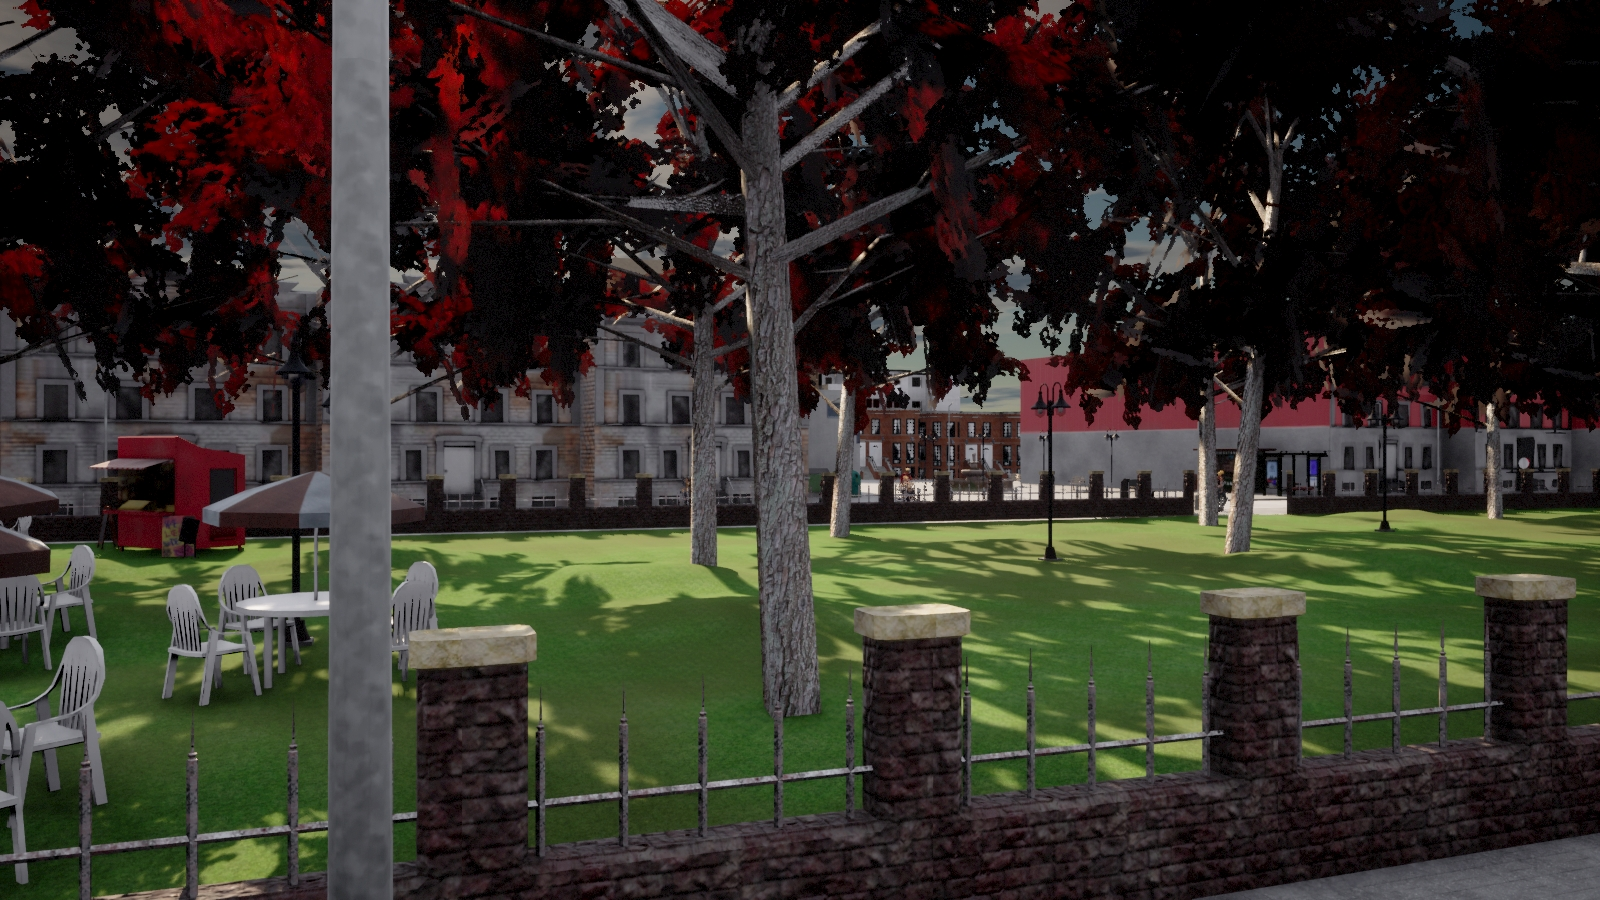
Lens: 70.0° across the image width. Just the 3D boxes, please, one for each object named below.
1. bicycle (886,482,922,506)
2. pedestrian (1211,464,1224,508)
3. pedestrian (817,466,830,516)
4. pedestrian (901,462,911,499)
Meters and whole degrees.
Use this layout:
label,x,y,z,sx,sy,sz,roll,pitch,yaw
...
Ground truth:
label,x,y,z,sx,sy,sz,roll,pitch,yaw
bicycle,4.906,2.045,53.814,1.487,1.080,0.859,0,0,-20
pedestrian,17.975,1.539,49.158,0.375,1.860,0.375,0,0,-22
pedestrian,0.888,1.531,43.025,0.375,1.860,0.375,0,0,-17
pedestrian,5.405,1.535,58.204,0.375,1.860,0.375,0,0,43
